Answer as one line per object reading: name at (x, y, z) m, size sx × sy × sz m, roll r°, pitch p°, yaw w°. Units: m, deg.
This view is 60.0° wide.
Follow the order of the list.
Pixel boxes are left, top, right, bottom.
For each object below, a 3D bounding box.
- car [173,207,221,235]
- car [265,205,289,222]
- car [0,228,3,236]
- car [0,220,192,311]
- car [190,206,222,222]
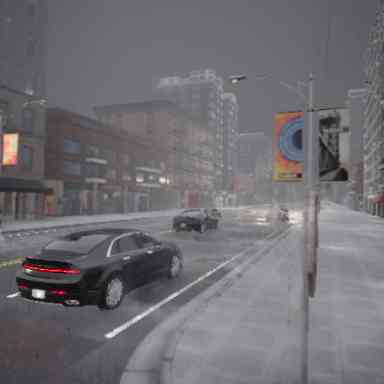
car at (0.394, 1.922, 22.505) m, size 1.882 × 1.535 × 5.008 m, roll 1°, pitch -1°, yaw 22°
car at (9.137, 2.366, 35.490) m, size 1.812 × 1.442 × 4.674 m, roll 1°, pitch -2°, yaw 23°
car at (-8.222, 1.592, 10.362) m, size 1.812 × 1.442 × 4.674 m, roll 1°, pitch -1°, yaw 22°
car at (-1.851, 1.643, 8.242) m, size 1.837 × 1.490 × 4.892 m, roll 1°, pitch -1°, yaw 22°
car at (1.550, 2.254, 34.570) m, size 1.994 × 1.385 × 4.181 m, roll 1°, pitch -1°, yaw 22°
